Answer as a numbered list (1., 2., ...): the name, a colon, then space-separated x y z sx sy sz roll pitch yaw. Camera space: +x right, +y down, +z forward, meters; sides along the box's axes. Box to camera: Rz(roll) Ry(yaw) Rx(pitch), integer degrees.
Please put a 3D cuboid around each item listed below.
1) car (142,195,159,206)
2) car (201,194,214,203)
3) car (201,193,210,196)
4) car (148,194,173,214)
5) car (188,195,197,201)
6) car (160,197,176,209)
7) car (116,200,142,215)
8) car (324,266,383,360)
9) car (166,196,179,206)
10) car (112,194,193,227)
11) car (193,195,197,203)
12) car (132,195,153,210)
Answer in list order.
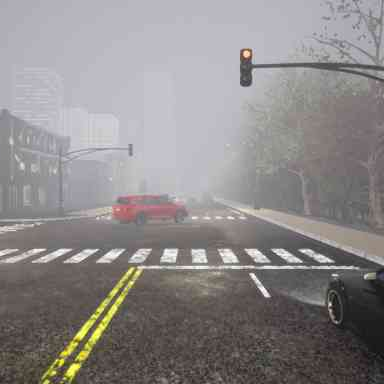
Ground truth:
1. car: -6.562 1.333 53.131 2.097 1.767 4.553 0 0 0
2. car: 3.384 1.575 66.911 1.895 1.301 4.718 0 0 0
3. car: 3.289 1.193 76.891 2.150 2.045 5.566 0 0 0
4. car: -3.322 1.210 36.283 2.150 2.045 5.566 0 0 0
5. car: 0.037 1.340 76.894 2.033 1.411 5.357 0 0 0
6. car: -3.314 1.509 46.273 1.812 1.442 4.674 0 0 0
7. car: -6.589 1.590 35.331 1.895 1.301 4.718 0 0 1
8. car: 3.351 1.563 4.272 1.994 1.385 4.181 0 0 0
9. car: -3.306 1.457 56.517 1.882 1.535 5.008 0 0 0
10. car: -2.853 1.217 23.331 5.566 2.045 2.150 0 1 -43
11. car: 0.031 1.466 66.475 2.128 1.511 4.902 0 0 0
12. car: -6.567 1.337 44.242 2.097 1.767 4.553 0 0 0
